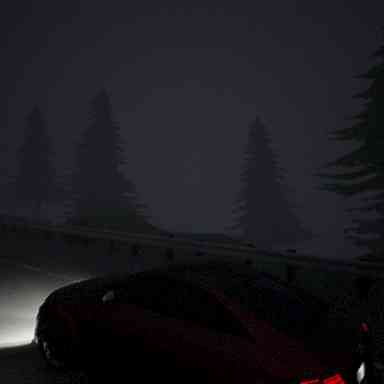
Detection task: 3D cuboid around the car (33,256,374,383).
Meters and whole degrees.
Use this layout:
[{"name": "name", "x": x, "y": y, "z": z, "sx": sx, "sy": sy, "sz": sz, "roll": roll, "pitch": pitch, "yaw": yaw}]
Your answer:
[{"name": "car", "x": -0.113, "y": 1.542, "z": 4.149, "sx": 4.181, "sy": 1.385, "sz": 1.994, "roll": 1, "pitch": 0, "yaw": 36}]
